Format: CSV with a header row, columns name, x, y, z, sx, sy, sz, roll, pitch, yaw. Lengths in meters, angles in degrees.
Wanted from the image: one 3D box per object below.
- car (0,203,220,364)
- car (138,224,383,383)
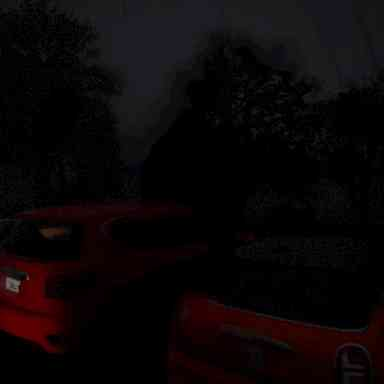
name,x,y,z,sx,sy,sz,roll,pitch,yaw
car,-0.623,1.231,6.245,2.435,2.045,5.566,0,0,36
car,1.709,1.355,4.504,2.185,1.767,4.553,0,0,36
